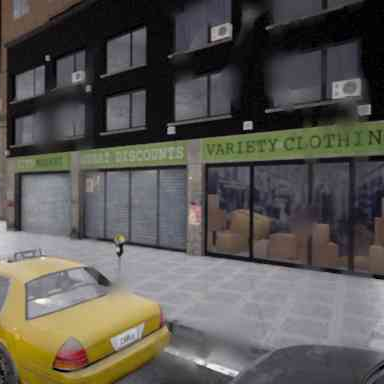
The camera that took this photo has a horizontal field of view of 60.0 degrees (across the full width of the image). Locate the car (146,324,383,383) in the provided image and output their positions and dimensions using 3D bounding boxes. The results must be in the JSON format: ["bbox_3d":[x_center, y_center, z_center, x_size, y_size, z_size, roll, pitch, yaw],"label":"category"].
[{"bbox_3d":[2.113,1.550,1.577,4.403,1.369,2.008,0,1,36],"label":"car"}]

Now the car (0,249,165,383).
[{"bbox_3d":[-2.567,1.530,4.927,4.829,1.417,1.752,0,1,36],"label":"car"}]
